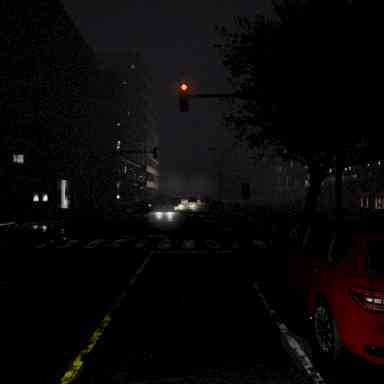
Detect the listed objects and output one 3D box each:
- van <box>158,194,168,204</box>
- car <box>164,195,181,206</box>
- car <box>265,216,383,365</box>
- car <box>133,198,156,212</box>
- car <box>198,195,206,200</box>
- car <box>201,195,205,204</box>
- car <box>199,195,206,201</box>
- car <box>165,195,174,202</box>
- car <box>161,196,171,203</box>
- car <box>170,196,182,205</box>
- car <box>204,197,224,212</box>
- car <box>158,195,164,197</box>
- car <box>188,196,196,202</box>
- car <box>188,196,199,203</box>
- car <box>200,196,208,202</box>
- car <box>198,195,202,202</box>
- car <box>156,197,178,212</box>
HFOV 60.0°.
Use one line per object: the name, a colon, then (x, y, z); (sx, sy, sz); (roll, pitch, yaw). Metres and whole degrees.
van: (-5.645, 1.383, 65.866); (1.690, 1.788, 3.998); (0, 0, 0)
car: (-3.062, 1.587, 50.368); (1.994, 1.385, 4.181); (0, 0, 0)
car: (2.697, 1.315, 5.808); (2.192, 1.841, 5.009); (0, 0, 0)
car: (-5.663, 1.562, 38.202); (2.008, 1.369, 4.403); (0, 0, 0)
car: (2.754, 1.637, 93.523); (2.008, 1.369, 4.403); (0, 0, 0)
car: (2.724, 1.548, 49.432); (1.752, 1.417, 4.829); (0, 0, 0)
car: (2.750, 1.620, 87.990); (1.887, 1.381, 4.507); (0, 0, 0)
car: (-5.634, 1.506, 82.464); (1.967, 1.590, 4.097); (0, 0, 0)
car: (-5.641, 1.631, 71.398); (1.802, 1.307, 4.206); (0, 0, 0)
car: (-3.009, 1.585, 63.076); (2.033, 1.411, 5.357); (0, 0, 1)
car: (2.717, 1.556, 38.196); (1.887, 1.381, 4.507); (0, 0, 0)
car: (-5.656, 1.573, 49.268); (2.008, 1.369, 4.403); (0, 0, 0)
car: (0.055, 1.656, 79.278); (1.895, 1.301, 4.718); (0, 0, 0)
car: (0.151, 1.611, 69.376); (1.994, 1.385, 4.181); (0, 0, 0)
car: (2.743, 1.583, 77.095); (1.752, 1.417, 4.829); (0, 0, 0)
car: (2.736, 1.624, 65.859); (1.802, 1.307, 4.206); (0, 0, 0)
car: (-3.074, 1.577, 39.227); (1.994, 1.385, 4.181); (0, 0, 0)
